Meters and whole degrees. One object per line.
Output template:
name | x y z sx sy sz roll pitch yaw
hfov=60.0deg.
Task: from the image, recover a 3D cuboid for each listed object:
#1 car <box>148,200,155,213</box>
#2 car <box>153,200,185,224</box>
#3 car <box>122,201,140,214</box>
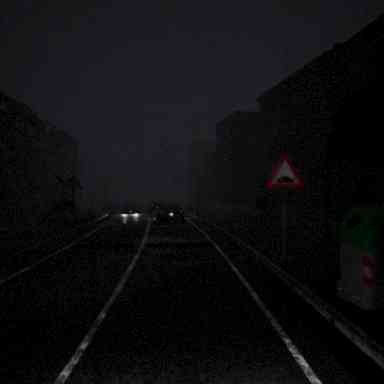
car | -4.413 1.787 41.533 1.837 1.490 4.892 0 -2 -10
car | -1.660 1.514 24.591 1.994 1.385 4.181 0 0 -7
car | -7.149 1.792 38.887 2.033 1.411 5.357 0 -2 -10
